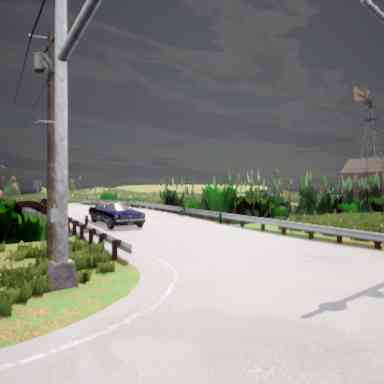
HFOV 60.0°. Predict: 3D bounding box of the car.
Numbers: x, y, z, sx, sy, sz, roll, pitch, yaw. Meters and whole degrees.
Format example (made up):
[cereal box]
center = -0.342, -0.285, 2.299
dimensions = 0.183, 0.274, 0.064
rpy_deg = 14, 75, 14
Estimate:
[car]
center = -4.336, 1.230, 18.908
dimensions = 1.895, 1.301, 4.718
rpy_deg = 0, 3, -33
